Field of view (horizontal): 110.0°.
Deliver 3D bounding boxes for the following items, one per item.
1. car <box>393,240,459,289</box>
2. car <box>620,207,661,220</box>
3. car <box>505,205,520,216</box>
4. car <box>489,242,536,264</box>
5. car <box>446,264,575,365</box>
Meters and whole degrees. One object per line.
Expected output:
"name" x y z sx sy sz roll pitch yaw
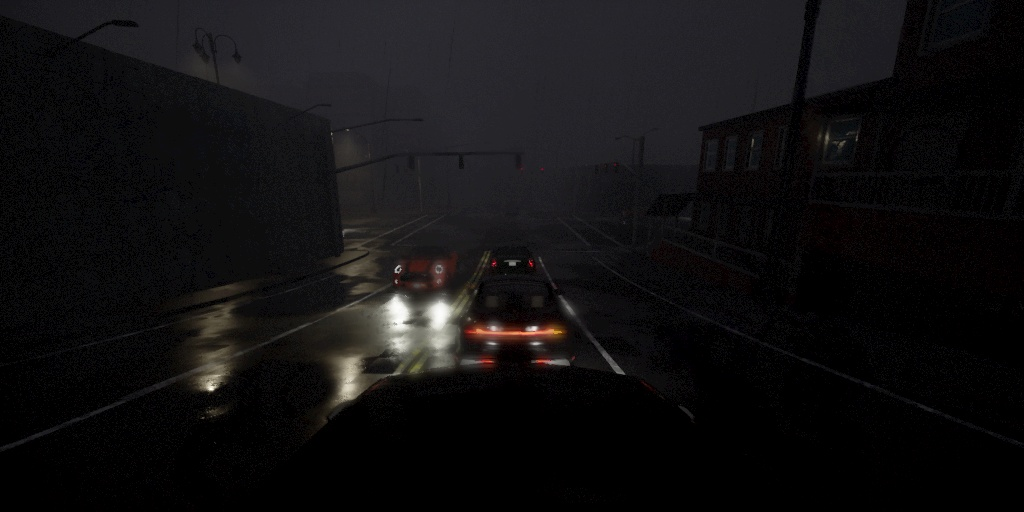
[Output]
"car" -3.623 0.297 15.731 2.097 1.767 4.553 0 7 -1
"car" 16.480 -5.544 46.013 5.008 1.535 1.882 0 12 0
"car" 0.041 -6.414 50.349 2.033 1.411 5.357 1 12 4
"car" 0.029 0.086 17.417 2.097 1.767 4.553 0 7 0
"car" 0.057 1.122 7.162 1.837 1.490 4.892 0 2 0
